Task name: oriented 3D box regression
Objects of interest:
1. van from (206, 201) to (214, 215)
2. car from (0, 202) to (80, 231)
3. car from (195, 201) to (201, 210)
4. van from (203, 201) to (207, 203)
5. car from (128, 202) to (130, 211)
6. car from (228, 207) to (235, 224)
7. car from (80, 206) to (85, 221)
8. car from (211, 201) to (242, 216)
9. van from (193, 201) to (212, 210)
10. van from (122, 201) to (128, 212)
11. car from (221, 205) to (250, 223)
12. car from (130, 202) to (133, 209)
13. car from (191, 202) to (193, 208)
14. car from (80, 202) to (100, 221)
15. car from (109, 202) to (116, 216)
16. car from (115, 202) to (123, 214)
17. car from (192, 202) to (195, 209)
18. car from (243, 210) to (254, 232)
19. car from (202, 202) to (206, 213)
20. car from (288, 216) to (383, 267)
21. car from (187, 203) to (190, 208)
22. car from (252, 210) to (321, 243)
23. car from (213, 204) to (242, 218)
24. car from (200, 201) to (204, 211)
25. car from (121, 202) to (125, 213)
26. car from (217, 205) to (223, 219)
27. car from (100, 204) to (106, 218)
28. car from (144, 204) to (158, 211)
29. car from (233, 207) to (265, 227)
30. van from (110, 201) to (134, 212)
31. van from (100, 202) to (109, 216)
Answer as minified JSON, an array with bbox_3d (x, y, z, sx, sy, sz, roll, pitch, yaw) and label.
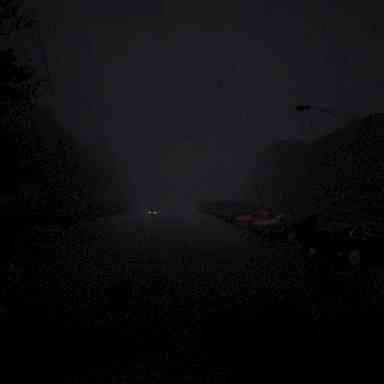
[{"bbox_3d":[4.639,2.345,44.874,4.442,1.987,1.878,1,-1,-23],"label":"van"},{"bbox_3d":[-12.076,1.894,26.377,5.566,2.045,2.435,0,-2,-23],"label":"car"},{"bbox_3d":[3.978,2.683,59.581,5.566,2.045,2.435,1,-2,-23],"label":"car"},{"bbox_3d":[4.533,2.491,50.831,4.442,1.987,1.878,1,-2,-23],"label":"van"},{"bbox_3d":[-13.845,2.944,58.689,4.674,1.452,2.002,0,-2,-23],"label":"car"},{"bbox_3d":[5.692,2.218,27.345,4.674,1.452,2.002,1,-1,-23],"label":"car"},{"bbox_3d":[-12.281,2.240,29.281,4.792,1.488,2.163,0,-1,-23],"label":"car"},{"bbox_3d":[5.089,2.315,39.073,4.553,1.767,2.185,1,-1,-23],"label":"car"},{"bbox_3d":[2.575,3.336,82.937,4.442,1.987,1.878,2,-1,-23],"label":"van"},{"bbox_3d":[-13.582,2.603,55.806,4.442,1.987,1.878,0,-2,-23],"label":"van"},{"bbox_3d":[5.542,2.244,30.271,4.892,1.521,2.231,1,-1,-23],"label":"car"},{"bbox_3d":[-14.007,3.020,61.629,4.674,1.452,2.002,0,-2,-23],"label":"car"},{"bbox_3d":[3.173,3.405,77.197,5.366,1.575,1.946,2,-2,-23],"label":"car"},{"bbox_3d":[-12.548,2.215,35.190,4.553,1.767,2.185,0,-1,-23],"label":"car"},{"bbox_3d":[-13.041,2.543,43.993,4.892,1.521,2.231,0,-1,-23],"label":"car"},{"bbox_3d":[-13.038,2.609,47.007,5.366,1.575,1.946,0,-2,-23],"label":"car"},{"bbox_3d":[3.488,3.245,71.347,5.366,1.575,1.946,2,-2,-23],"label":"car"},{"bbox_3d":[6.008,2.088,21.486,4.674,1.452,2.002,1,-1,-23],"label":"car"},{"bbox_3d":[4.576,2.643,47.847,5.008,1.535,2.097,1,-2,-23],"label":"car"},{"bbox_3d":[6.477,1.854,12.705,4.892,1.521,2.231,1,-2,-23],"label":"car"},{"bbox_3d":[2.324,3.475,88.838,5.566,2.045,2.435,2,-2,-23],"label":"car"},{"bbox_3d":[6.171,1.984,18.559,4.892,1.521,2.231,1,-1,-23],"label":"car"},{"bbox_3d":[5.221,2.375,36.133,4.892,1.521,2.231,1,-1,-23],"label":"car"},{"bbox_3d":[4.239,2.658,53.698,4.553,1.767,2.185,1,-2,-23],"label":"car"},{"bbox_3d":[-13.521,2.794,52.806,4.674,1.452,2.002,0,-1,-23],"label":"car"},{"bbox_3d":[5.346,2.337,33.189,4.792,1.488,2.163,1,-1,-23],"label":"car"},{"bbox_3d":[-12.758,2.437,38.101,4.792,1.488,2.163,0,-1,-23],"label":"car"},{"bbox_3d":[-7.911,3.154,67.363,2.128,1.511,4.902,0,-2,-3],"label":"car"},{"bbox_3d":[6.015,2.114,24.494,5.366,1.575,1.946,1,-2,-23],"label":"car"},{"bbox_3d":[-14.215,2.911,67.561,4.442,1.987,1.878,0,-2,-23],"label":"van"},{"bbox_3d":[-12.996,2.249,41.007,4.442,1.987,1.878,0,-1,-23],"label":"van"}]
